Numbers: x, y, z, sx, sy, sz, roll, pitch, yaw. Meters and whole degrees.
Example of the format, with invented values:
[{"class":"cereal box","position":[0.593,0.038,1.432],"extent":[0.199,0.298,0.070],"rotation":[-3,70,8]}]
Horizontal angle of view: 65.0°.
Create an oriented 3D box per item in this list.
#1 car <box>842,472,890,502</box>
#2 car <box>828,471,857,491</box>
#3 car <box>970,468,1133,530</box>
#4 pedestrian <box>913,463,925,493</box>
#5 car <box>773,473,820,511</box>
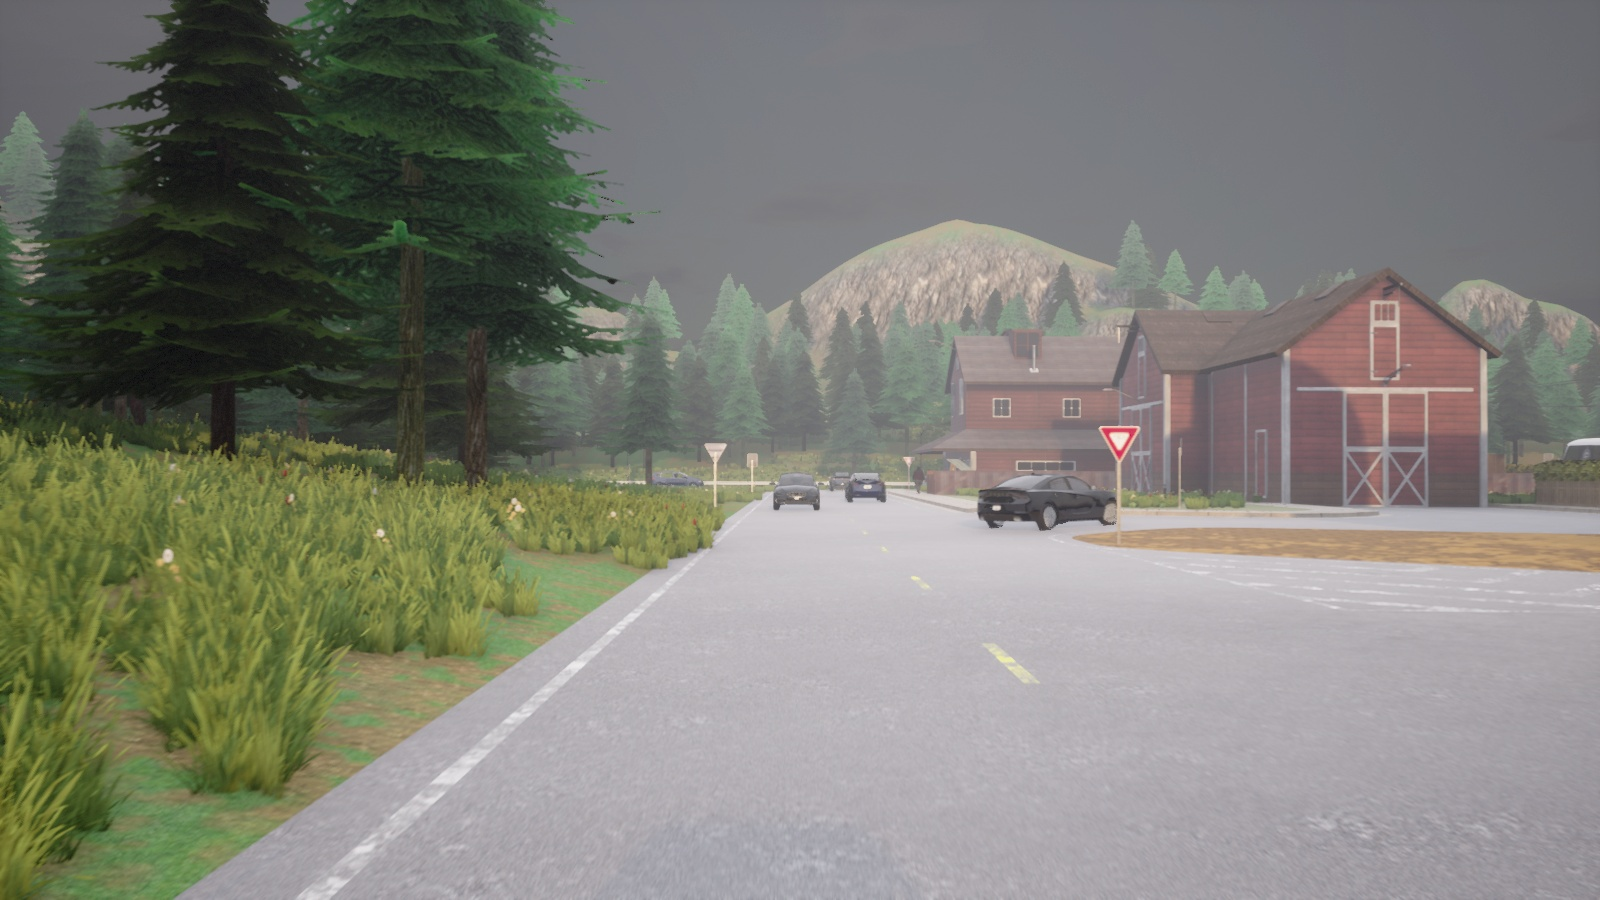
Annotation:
[{"class":"car","position":[3.344,1.883,64.599],"extent":[2.163,1.488,4.792],"rotation":[0,-1,0]},{"class":"car","position":[3.273,2.408,98.562],"extent":[2.128,1.511,4.902],"rotation":[0,-1,0]},{"class":"car","position":[7.071,1.322,34.977],"extent":[5.008,1.535,1.882],"rotation":[0,-1,-43]},{"class":"pedestrian","position":[7.445,1.759,78.772],"extent":[0.634,1.844,0.899],"rotation":[0,-1,-1]},{"class":"car","position":[-0.124,1.685,51.640],"extent":[1.837,1.490,4.892],"rotation":[0,-1,0]}]
